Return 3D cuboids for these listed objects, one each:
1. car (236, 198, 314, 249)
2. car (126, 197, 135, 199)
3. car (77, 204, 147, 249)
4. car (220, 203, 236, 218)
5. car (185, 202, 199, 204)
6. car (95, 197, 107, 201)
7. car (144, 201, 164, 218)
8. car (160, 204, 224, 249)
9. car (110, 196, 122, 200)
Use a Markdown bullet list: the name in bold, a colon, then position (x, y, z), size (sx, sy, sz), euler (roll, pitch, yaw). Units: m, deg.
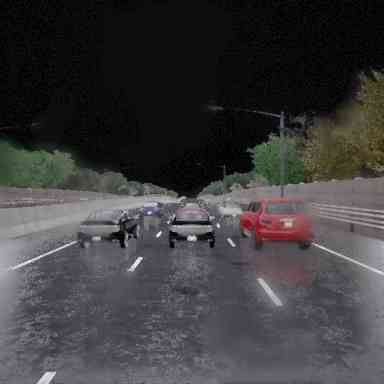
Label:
- **car**: position (3.500, 1.259, 14.681), size (2.150, 2.045, 5.566), euler (0, 0, 0)
- **car**: position (-14.001, 1.808, 76.719), size (1.882, 1.535, 5.008), euler (0, -1, 0)
- **car**: position (-3.500, 1.496, 14.651), size (2.128, 1.511, 4.902), euler (0, 0, 0)
- **car**: position (3.500, 1.616, 29.681), size (1.895, 1.301, 4.718), euler (0, 0, 0)
- **car**: position (0.000, 1.572, 29.651), size (1.994, 1.385, 4.181), euler (0, 0, 0)
- **car**: position (-21.001, 1.855, 76.718), size (2.128, 1.511, 4.902), euler (0, -1, 0)
- **car**: position (-3.500, 1.533, 29.651), size (1.812, 1.442, 4.674), euler (0, 0, 0)
- **car**: position (0.000, 1.496, 14.651), size (2.128, 1.511, 4.902), euler (0, 0, 0)
- **car**: position (-17.501, 1.685, 76.750), size (2.097, 1.767, 4.553), euler (0, -1, 0)
